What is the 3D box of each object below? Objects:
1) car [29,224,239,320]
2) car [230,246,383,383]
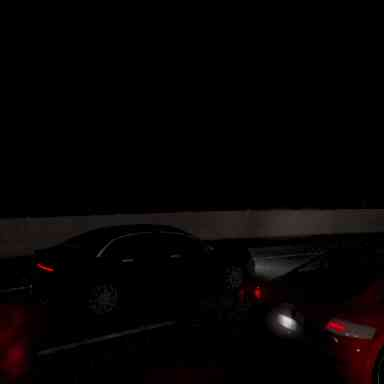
[{"bbox_3d":[-0.809,1.465,7.226,4.892,1.490,1.837,0,0,-31],"label":"car"},{"bbox_3d":[2.912,1.554,5.007,4.181,1.385,1.994,0,0,-29],"label":"car"}]
